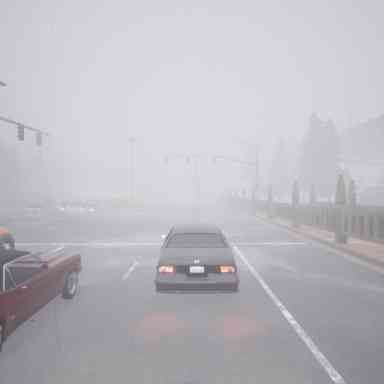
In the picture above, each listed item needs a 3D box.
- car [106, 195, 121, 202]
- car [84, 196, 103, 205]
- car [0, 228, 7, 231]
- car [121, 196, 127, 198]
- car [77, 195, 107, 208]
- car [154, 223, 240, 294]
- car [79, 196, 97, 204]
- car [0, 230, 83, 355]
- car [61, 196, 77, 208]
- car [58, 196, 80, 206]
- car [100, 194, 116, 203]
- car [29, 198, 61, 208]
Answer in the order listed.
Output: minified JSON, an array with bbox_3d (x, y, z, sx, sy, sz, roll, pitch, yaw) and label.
[{"bbox_3d":[-14.121,1.601,57.358,1.895,1.301,4.718,0,0,0],"label":"car"},{"bbox_3d":[-17.612,1.478,59.445,1.882,1.535,5.008,0,0,1],"label":"car"},{"bbox_3d":[-6.907,1.352,9.161,2.097,1.767,4.553,0,0,0],"label":"car"},{"bbox_3d":[-14.056,1.491,67.802,2.128,1.511,4.902,0,0,0],"label":"car"},{"bbox_3d":[-14.136,1.547,47.286,2.033,1.411,5.357,0,0,0],"label":"car"},{"bbox_3d":[0.093,1.547,8.951,2.033,1.411,5.357,0,0,0],"label":"car"},{"bbox_3d":[-21.054,1.525,67.609,2.128,1.511,4.902,0,0,0],"label":"car"},{"bbox_3d":[-3.404,1.601,5.496,1.895,1.301,4.718,0,0,0],"label":"car"},{"bbox_3d":[-17.619,1.526,49.410,1.812,1.442,4.674,0,0,0],"label":"car"},{"bbox_3d":[-21.117,1.478,57.269,1.882,1.535,5.008,0,0,0],"label":"car"},{"bbox_3d":[-17.556,1.355,69.743,2.097,1.767,4.553,0,0,0],"label":"car"},{"bbox_3d":[-21.136,1.547,47.398,2.033,1.411,5.357,0,0,0],"label":"car"}]
